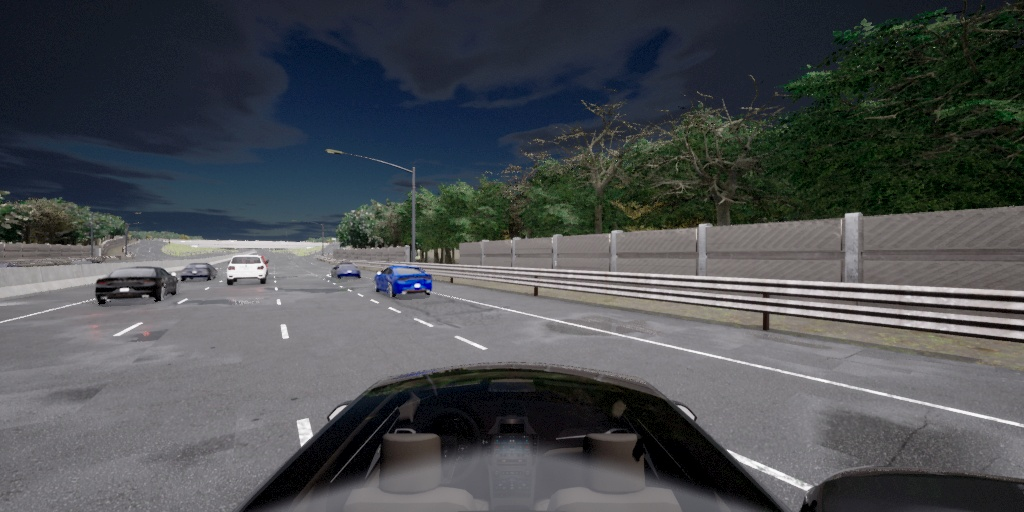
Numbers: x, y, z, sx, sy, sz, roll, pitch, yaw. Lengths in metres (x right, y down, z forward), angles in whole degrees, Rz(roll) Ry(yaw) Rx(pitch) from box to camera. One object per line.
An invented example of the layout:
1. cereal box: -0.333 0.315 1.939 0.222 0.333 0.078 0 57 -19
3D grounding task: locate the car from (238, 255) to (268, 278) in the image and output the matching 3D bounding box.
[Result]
1. car: -25.263 0.946 35.152 2.150 2.045 5.566 0 0 -34

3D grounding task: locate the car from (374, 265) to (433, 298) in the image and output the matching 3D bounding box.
1. car: -5.777 1.224 18.684 1.882 1.535 5.008 0 0 -34

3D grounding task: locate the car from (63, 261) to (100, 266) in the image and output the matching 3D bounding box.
1. car: -42.706 1.218 35.731 1.837 1.490 4.892 0 0 -34

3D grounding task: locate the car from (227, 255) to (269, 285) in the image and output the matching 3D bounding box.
1. car: -19.274 0.957 26.201 2.150 2.045 5.566 0 0 -34

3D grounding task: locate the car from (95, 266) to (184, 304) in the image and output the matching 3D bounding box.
1. car: -16.904 1.220 16.400 1.882 1.535 5.008 0 0 -34

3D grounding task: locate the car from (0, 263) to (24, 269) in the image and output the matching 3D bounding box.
1. car: -43.242 1.279 30.212 1.994 1.385 4.181 0 0 -34

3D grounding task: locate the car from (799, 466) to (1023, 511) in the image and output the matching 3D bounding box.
1. car: 2.985 1.315 0.453 4.181 1.385 1.994 0 0 34

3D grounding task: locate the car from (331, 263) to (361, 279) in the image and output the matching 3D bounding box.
1. car: -15.175 1.297 32.655 1.994 1.385 4.181 0 0 -34

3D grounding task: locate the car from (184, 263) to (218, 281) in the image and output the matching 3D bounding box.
1. car: -25.816 1.276 29.673 2.033 1.411 5.357 0 0 -34
